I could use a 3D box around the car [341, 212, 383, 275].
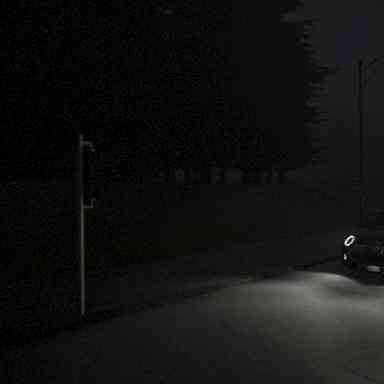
[{"bbox_3d":[6.348,1.339,9.827,4.553,1.767,2.097,0,0,-39],"label":"car"}]
